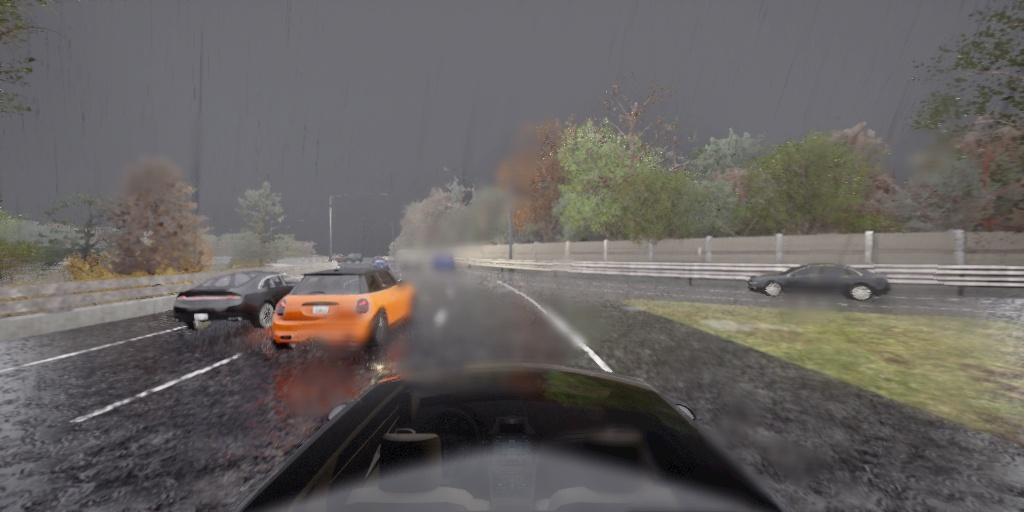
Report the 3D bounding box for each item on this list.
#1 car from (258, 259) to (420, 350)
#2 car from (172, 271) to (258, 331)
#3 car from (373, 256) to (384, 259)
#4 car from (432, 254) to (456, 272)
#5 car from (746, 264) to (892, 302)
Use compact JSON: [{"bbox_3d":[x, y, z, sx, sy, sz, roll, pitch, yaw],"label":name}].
[{"bbox_3d":[-3.876,1.070,9.187,2.097,1.767,4.553,0,0,-3],"label":"car"},{"bbox_3d":[-7.607,1.212,10.931,2.128,1.511,4.902,0,0,-5],"label":"car"},{"bbox_3d":[-16.391,1.069,44.317,1.812,1.442,4.674,0,0,-24],"label":"car"},{"bbox_3d":[-8.175,0.743,42.897,2.150,2.045,5.566,0,0,-22],"label":"car"},{"bbox_3d":[13.298,1.115,15.887,4.892,1.490,1.837,-1,0,30],"label":"car"}]
